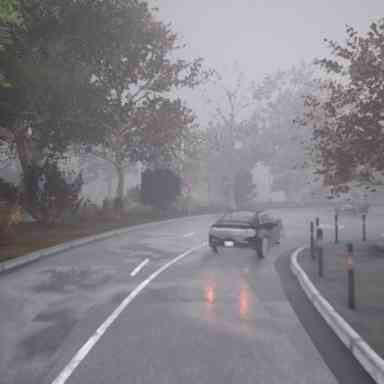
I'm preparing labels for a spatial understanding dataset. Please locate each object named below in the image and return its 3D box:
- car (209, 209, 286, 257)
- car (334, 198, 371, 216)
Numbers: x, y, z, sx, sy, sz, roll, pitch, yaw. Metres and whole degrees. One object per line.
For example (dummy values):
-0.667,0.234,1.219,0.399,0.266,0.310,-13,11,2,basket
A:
2.235,1.410,12.693,2.128,1.511,4.902,0,0,26,car
15.062,1.336,31.065,4.902,1.511,2.128,0,0,-43,car
